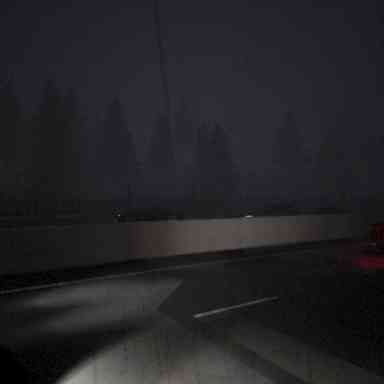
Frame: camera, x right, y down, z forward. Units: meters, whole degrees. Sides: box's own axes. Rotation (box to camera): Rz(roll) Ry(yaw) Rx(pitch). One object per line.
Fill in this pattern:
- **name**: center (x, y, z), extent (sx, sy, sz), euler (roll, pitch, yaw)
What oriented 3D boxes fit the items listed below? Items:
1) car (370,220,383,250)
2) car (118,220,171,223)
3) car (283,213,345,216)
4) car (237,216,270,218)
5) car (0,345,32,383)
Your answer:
- **car**: center (9.082, 1.484, 12.779), extent (5.008, 1.535, 1.882), euler (0, 0, -26)
- **car**: center (-3.021, 1.547, 22.452), extent (4.718, 1.301, 1.895), euler (0, 0, -29)
- **car**: center (7.633, 1.588, 20.076), extent (4.718, 1.301, 1.895), euler (0, 0, -25)
- **car**: center (5.412, 1.480, 22.864), extent (4.892, 1.490, 1.837), euler (0, 0, -25)
- **car**: center (-2.906, 1.550, 1.533), extent (4.181, 1.385, 1.994), euler (0, 0, -37)
